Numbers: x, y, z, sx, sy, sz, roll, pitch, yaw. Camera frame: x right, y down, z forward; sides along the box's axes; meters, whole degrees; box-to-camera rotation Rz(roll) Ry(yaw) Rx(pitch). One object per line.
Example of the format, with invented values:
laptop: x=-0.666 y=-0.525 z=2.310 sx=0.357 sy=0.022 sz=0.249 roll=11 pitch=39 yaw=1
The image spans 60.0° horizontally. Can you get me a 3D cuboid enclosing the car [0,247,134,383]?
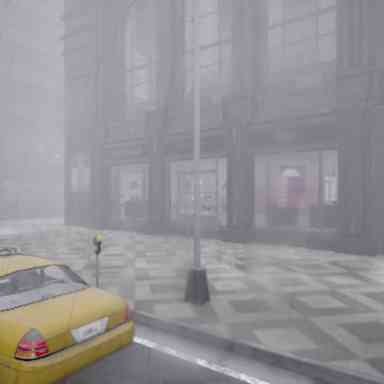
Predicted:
car: x=-3.036 y=1.541 z=5.131 sx=4.829 sy=1.417 sz=1.752 roll=0 pitch=0 yaw=36
